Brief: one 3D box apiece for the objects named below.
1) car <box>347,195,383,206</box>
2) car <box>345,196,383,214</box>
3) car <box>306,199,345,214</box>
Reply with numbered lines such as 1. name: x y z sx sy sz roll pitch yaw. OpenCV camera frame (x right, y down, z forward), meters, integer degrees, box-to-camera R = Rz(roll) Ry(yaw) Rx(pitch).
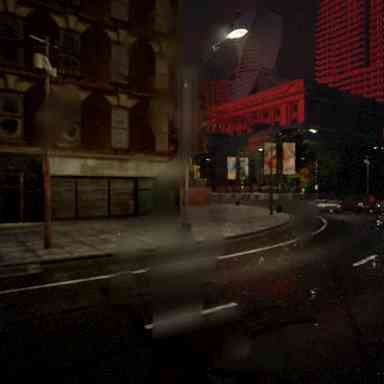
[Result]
1. car: 24.864 1.229 47.846 2.002 1.452 4.674 0 0 -15
2. car: 16.384 1.153 32.412 2.097 1.767 4.553 0 0 3
3. car: 12.937 1.421 32.939 1.895 1.301 4.718 0 0 2
